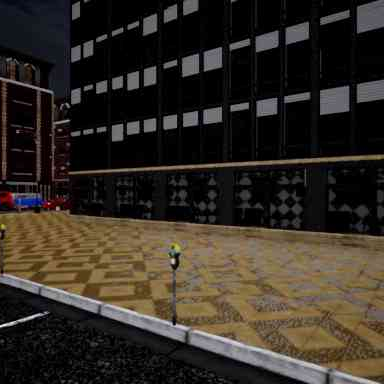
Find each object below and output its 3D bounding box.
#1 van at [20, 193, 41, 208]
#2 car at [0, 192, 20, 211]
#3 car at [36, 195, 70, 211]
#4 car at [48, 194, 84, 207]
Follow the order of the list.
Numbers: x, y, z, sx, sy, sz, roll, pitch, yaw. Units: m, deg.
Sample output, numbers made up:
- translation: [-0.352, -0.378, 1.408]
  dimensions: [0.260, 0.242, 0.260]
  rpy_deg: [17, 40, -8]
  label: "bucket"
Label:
- translation: [-19.972, 1.050, 39.566]
  dimensions: [1.690, 1.788, 3.998]
  rpy_deg: [1, 1, 35]
  label: "van"
- translation: [-21.028, 1.003, 33.750]
  dimensions: [2.150, 2.045, 5.566]
  rpy_deg: [0, 1, 35]
  label: "car"
- translation: [-13.495, 1.269, 35.083]
  dimensions: [1.887, 1.381, 4.507]
  rpy_deg: [1, 1, 35]
  label: "car"
- translation: [-16.737, 1.079, 44.207]
  dimensions: [1.967, 1.590, 4.097]
  rpy_deg: [1, 1, 35]
  label: "car"
